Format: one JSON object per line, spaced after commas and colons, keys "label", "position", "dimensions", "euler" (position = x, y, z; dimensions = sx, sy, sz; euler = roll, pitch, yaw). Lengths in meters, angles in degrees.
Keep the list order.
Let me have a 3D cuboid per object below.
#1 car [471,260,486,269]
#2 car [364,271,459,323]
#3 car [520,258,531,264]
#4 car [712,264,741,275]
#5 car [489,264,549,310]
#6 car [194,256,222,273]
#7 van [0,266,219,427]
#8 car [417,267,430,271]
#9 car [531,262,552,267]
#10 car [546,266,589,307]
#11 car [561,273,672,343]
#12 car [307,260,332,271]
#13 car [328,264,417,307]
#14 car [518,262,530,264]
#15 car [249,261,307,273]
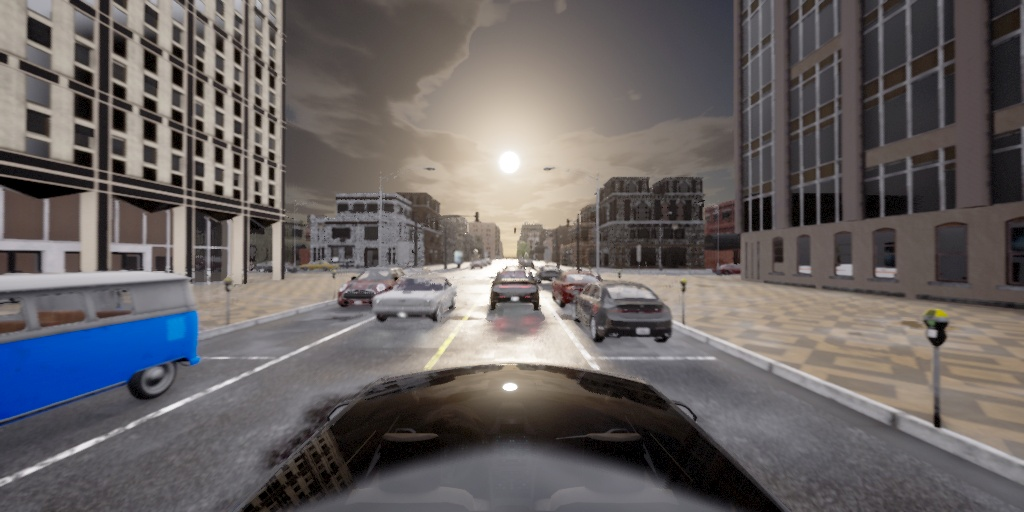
{"label": "car", "position": [-5.689, 1.410, 59.033], "dimensions": [1.802, 1.307, 4.207], "euler": [0, 0, 0]}
{"label": "car", "position": [-3.088, 1.365, 12.334], "dimensions": [1.895, 1.301, 4.718], "euler": [0, 0, 0]}
{"label": "car", "position": [2.692, 1.394, 59.020], "dimensions": [1.948, 1.339, 4.313], "euler": [0, 0, 0]}
{"label": "car", "position": [23.643, 1.478, 38.242], "dimensions": [4.207, 1.307, 1.802], "euler": [0, 0, 1]}
{"label": "car", "position": [0.101, 1.259, 14.701], "dimensions": [2.128, 1.511, 4.902], "euler": [0, 0, 0]}
{"label": "car", "position": [-30.951, 0.966, 39.119], "dimensions": [5.009, 1.841, 2.192], "euler": [0, 0, 1]}
{"label": "van", "position": [-5.690, 1.094, 3.878], "dimensions": [1.690, 1.789, 3.998], "euler": [0, 0, 0]}
{"label": "car", "position": [-5.690, 1.327, 20.955], "dimensions": [2.007, 1.370, 4.403], "euler": [0, 0, 0]}
{"label": "car", "position": [2.691, 1.334, 26.629], "dimensions": [2.007, 1.370, 4.403], "euler": [0, 0, 0]}
{"label": "car", "position": [2.691, 1.313, 15.245], "dimensions": [1.888, 1.381, 4.507], "euler": [0, 0, 0]}
{"label": "car", "position": [2.691, 1.311, 9.554], "dimensions": [2.007, 1.370, 4.403], "euler": [0, 0, 0]}
{"label": "car", "position": [-25.453, 1.256, 47.415], "dimensions": [4.829, 1.417, 1.751], "euler": [0, 0, 1]}
{"label": "car", "position": [-5.690, 1.208, 15.263], "dimensions": [1.967, 1.591, 4.097], "euler": [0, 0, 0]}
{"label": "car", "position": [0.100, 1.348, 26.579], "dimensions": [1.994, 1.385, 4.181], "euler": [0, 0, 0]}
{"label": "car", "position": [-25.414, 1.225, 39.033], "dimensions": [4.403, 1.370, 2.007], "euler": [0, 0, 1]}
